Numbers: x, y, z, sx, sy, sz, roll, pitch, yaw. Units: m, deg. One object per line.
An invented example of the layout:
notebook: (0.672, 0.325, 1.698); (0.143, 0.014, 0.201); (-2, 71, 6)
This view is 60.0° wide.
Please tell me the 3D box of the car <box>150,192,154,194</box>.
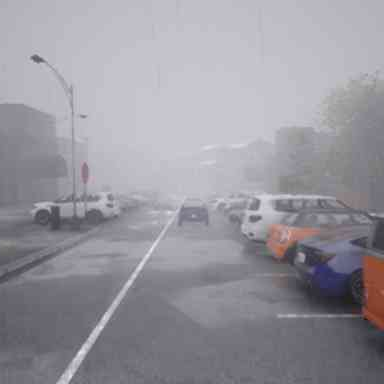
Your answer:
car: (-7.843, 1.089, 42.716); (5.366, 1.575, 1.946); (0, 1, 0)

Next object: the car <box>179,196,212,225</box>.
car: (0.112, 1.273, 22.406); (1.882, 1.535, 5.008); (0, 0, 0)

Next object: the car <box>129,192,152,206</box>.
car: (-7.666, 1.121, 39.654); (4.892, 1.521, 2.231); (0, 1, 0)

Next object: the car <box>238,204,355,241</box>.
car: (4.687, 1.368, 15.507); (4.792, 1.488, 2.163); (0, 1, 0)

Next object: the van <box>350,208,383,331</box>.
van: (4.769, 1.214, 4.331); (4.442, 1.987, 1.878); (0, 1, 0)

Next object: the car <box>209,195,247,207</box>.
car: (4.674, 1.125, 43.444); (4.674, 1.452, 2.002); (0, 1, 0)

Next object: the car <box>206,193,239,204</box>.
car: (4.670, 0.977, 51.835); (4.892, 1.521, 2.231); (0, 2, 0)

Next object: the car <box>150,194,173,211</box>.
car: (-3.071, 1.198, 35.976); (1.812, 1.442, 4.674); (0, 0, 0)

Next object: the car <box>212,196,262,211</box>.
car: (4.662, 1.161, 35.063); (5.008, 1.535, 2.097); (0, 1, 0)

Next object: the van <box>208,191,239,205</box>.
van: (4.558, 0.803, 49.024); (4.442, 1.987, 1.878); (0, 1, 0)

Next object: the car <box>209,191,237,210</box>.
car: (4.638, 0.935, 32.266); (5.566, 2.045, 2.435); (0, 1, 0)

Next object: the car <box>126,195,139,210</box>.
car: (-7.661, 1.238, 30.964); (4.674, 1.452, 2.002); (0, 1, 0)

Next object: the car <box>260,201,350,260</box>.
car: (4.624, 1.263, 9.919); (4.553, 1.767, 2.185); (0, 1, 0)

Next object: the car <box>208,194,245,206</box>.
car: (4.680, 1.061, 46.233); (4.892, 1.521, 2.231); (0, 1, 0)

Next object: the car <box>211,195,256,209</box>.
car: (4.676, 1.137, 37.855); (4.892, 1.521, 2.231); (0, 1, 0)

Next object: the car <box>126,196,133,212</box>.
car: (-7.663, 1.266, 27.902); (4.674, 1.452, 2.002); (0, 0, 0)

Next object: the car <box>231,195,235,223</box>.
car: (4.691, 1.187, 18.299); (4.553, 1.767, 2.185); (0, 1, 0)

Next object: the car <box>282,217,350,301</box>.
car: (4.682, 1.444, 7.129); (4.792, 1.488, 2.163); (0, 1, 0)

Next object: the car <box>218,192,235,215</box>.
car: (4.695, 1.110, 26.805); (4.553, 1.767, 2.185); (0, 1, 0)

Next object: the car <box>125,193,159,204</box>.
car: (-7.659, 0.986, 51.427); (5.008, 1.535, 2.097); (0, 1, 0)

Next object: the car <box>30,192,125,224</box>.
car: (-7.697, 1.027, 22.148); (5.566, 2.045, 2.435); (0, 1, 0)

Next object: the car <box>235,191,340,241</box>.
car: (4.684, 1.112, 12.712); (5.566, 2.045, 2.435); (0, 1, 0)

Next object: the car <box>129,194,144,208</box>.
car: (-7.692, 1.201, 33.903); (4.792, 1.488, 2.163); (0, 1, 0)

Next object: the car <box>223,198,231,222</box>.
car: (4.631, 1.317, 21.096); (4.792, 1.488, 2.163); (0, 1, 0)

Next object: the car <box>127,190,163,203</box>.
car: (-7.624, 0.660, 54.366); (5.566, 2.045, 2.435); (0, 1, 0)
